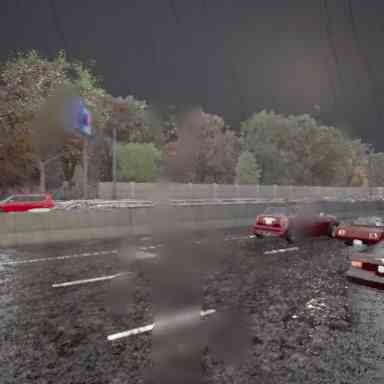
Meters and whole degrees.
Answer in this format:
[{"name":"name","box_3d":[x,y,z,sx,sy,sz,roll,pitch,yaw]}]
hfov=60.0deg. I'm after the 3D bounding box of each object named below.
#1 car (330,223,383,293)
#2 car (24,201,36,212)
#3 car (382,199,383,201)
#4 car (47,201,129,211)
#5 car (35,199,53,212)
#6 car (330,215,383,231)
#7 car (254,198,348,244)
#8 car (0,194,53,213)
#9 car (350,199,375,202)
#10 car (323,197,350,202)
[{"name":"car","box_3d":[5.794,1.551,7.876,5.357,1.411,2.033,0,0,-35]},{"name":"car","box_3d":[-10.480,1.602,26.609,4.718,1.301,1.895,0,0,-35]},{"name":"car","box_3d":[27.948,1.299,45.352,5.566,2.045,2.150,0,0,-35]},{"name":"car","box_3d":[-6.170,1.493,21.083,4.902,1.511,2.128,0,0,-35]},{"name":"car","box_3d":[-8.231,1.493,23.912,4.902,1.511,2.128,0,0,-35]},{"name":"car","box_3d":[8.042,1.609,13.778,4.718,1.301,1.895,0,0,-35]},{"name":"car","box_3d":[5.148,1.359,16.014,4.553,1.767,2.097,0,0,-35]},{"name":"car","box_3d":[-14.464,1.221,28.067,5.566,2.045,2.150,0,0,-35]},{"name":"car","box_3d":[25.036,1.639,47.585,4.181,1.385,1.994,0,0,-35]},{"name":"car","box_3d":[22.559,1.621,50.105,5.357,1.411,2.033,0,0,-35]}]
